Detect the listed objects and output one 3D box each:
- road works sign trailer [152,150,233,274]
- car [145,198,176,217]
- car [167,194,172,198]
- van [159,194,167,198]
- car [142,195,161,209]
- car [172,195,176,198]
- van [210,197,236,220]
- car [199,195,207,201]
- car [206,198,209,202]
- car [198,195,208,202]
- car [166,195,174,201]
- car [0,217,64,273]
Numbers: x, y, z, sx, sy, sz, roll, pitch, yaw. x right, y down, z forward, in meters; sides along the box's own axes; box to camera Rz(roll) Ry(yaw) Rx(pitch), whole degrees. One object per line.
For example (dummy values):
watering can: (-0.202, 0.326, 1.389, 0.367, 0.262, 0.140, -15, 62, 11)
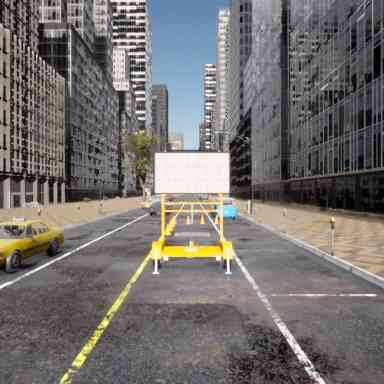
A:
road works sign trailer: (0.006, 0.465, 10.558, 2.380, 3.560, 2.880, 0, 0, 0)
car: (-2.979, 1.551, 32.240, 2.033, 1.411, 5.357, 0, 0, 0)
car: (-5.647, 1.562, 67.505, 2.008, 1.369, 4.403, 0, 0, 0)
van: (-5.655, 1.350, 56.169, 1.690, 1.788, 3.998, 0, 0, 0)
car: (-5.663, 1.531, 44.663, 1.752, 1.417, 4.829, 0, 0, 0)
car: (-5.640, 1.329, 78.841, 2.192, 1.841, 5.009, 0, 0, 0)
van: (2.706, 1.344, 27.822, 1.690, 1.788, 3.998, 0, 0, 0)
car: (2.745, 1.561, 84.502, 1.887, 1.381, 4.507, 0, 0, 0)
car: (2.710, 1.529, 33.660, 1.752, 1.417, 4.829, 0, 0, 0)
car: (2.737, 1.564, 73.166, 2.008, 1.369, 4.403, 0, 0, 0)
car: (-5.636, 1.541, 84.339, 1.752, 1.417, 4.829, 0, 0, 0)
car: (-5.686, 1.526, 10.656, 1.752, 1.417, 4.829, 0, 0, 0)
